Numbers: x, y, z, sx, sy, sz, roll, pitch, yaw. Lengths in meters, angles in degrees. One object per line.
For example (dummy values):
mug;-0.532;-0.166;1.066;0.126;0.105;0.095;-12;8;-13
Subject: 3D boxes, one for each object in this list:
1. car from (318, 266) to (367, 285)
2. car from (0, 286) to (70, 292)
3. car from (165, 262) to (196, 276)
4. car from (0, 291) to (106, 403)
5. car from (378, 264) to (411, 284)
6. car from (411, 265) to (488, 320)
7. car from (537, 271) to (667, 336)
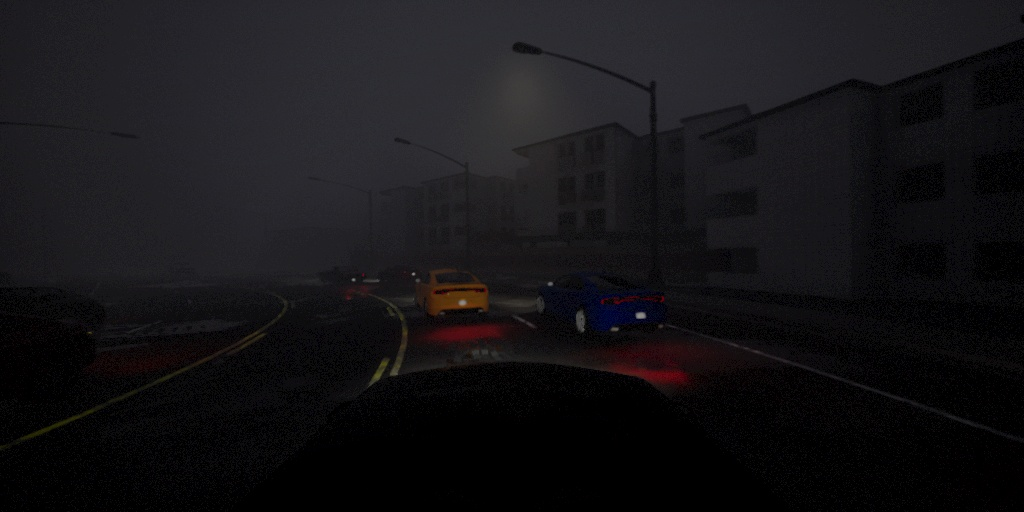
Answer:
car;-12.771;1.402;26.778;4.718;1.301;1.895;-1;0;43
car;-12.310;1.457;8.740;1.994;1.385;4.181;-1;0;-24
car;-32.658;1.258;35.317;4.718;1.301;1.895;-1;0;41
car;-7.246;1.371;3.748;1.812;1.442;4.674;-1;0;-9
car;-8.574;1.300;27.454;4.181;1.385;1.994;-1;0;45
car;-2.295;1.202;12.702;1.882;1.535;5.008;-1;0;-20
car;2.213;1.149;10.244;1.882;1.535;5.008;-1;0;-14
